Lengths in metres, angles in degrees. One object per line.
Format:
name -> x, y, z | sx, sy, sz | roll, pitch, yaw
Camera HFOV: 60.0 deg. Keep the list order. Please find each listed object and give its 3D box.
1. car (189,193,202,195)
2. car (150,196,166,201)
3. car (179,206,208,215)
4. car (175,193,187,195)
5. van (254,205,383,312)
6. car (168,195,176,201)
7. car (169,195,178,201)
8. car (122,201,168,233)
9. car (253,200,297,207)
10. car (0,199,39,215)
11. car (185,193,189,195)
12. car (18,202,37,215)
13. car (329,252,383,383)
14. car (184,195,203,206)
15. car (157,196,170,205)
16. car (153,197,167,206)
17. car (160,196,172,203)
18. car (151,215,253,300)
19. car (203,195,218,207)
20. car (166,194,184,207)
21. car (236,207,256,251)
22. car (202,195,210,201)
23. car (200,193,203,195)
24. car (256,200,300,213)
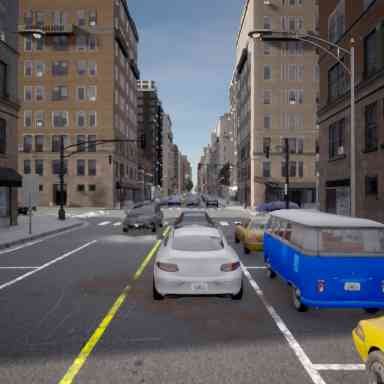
car -> 0.860, 1.540, 83.611 | 2.033, 1.411, 5.357 | 0, 0, 1
car -> -5.458, 1.588, 50.863 | 1.802, 1.307, 4.206 | 1, 0, 1
car -> 0.115, 1.566, 15.594 | 1.994, 1.385, 4.181 | 0, 0, 0
car -> -2.515, 1.482, 61.849 | 1.882, 1.535, 5.008 | 0, 0, 1
van -> 2.689, 1.342, 7.409 | 1.690, 1.788, 3.998 | 1, 0, 0
car -> -4.986, 1.526, 83.866 | 1.752, 1.417, 4.829 | 1, 0, 1
car -> -4.905, 1.565, 89.564 | 1.947, 1.339, 4.313 | 1, 0, 1
car -> -2.817, 1.508, 19.886 | 1.837, 1.490, 4.892 | 0, 0, 2
car -> 8.846, 1.601, 35.319 | 4.674, 1.442, 1.812 | 1, 0, -4
car -> -18.046, 1.411, 32.323 | 5.357, 1.411, 2.033 | 0, -1, 0
car -> -2.306, 1.359, 71.976 | 2.097, 1.767, 4.553 | 0, 0, 1
car -> -16.505, 1.444, 29.056 | 4.718, 1.301, 1.895 | 0, -1, 1
car -> 2.679, 1.526, 1.905 | 1.752, 1.417, 4.829 | 1, 0, 0
car -> 0.233, 1.552, 53.120 | 2.033, 1.411, 5.357 | 0, 0, 5
car -> -5.300, 1.556, 61.920 | 2.008, 1.369, 4.403 | 1, 0, 1
car -> -5.379, 1.571, 56.392 | 1.947, 1.339, 4.313 | 1, 0, 1
car -> -5.221, 1.549, 67.449 | 1.887, 1.381, 4.507 | 1, 0, 1
car -> 0.088, 1.527, 8.258 | 1.812, 1.442, 4.674 | 0, 0, -1
car -> 3.067, 1.570, 50.745 | 1.947, 1.339, 4.313 | 1, 0, 1
car -> -2.679, 1.483, 52.189 | 1.882, 1.535, 5.008 | 0, 0, 1
car -> 2.696, 1.527, 13.252 | 1.752, 1.417, 4.829 | 1, 0, 0
car -> 3.620, 1.549, 89.456 | 2.008, 1.369, 4.403 | 1, 0, 1
car -> 3.462, 1.567, 78.396 | 1.947, 1.339, 4.313 | 1, 0, 1
car -> 10.017, 1.655, 38.891 | 4.674, 1.442, 1.812 | 0, -1, 2
